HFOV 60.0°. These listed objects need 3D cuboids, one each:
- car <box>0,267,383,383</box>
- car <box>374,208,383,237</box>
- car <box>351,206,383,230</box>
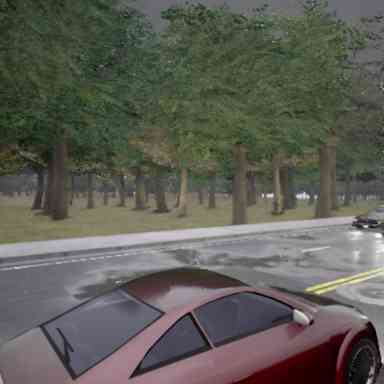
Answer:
[{"bbox_3d":[0.222,1.561,3.597,4.181,1.385,1.994,0,0,-36],"label":"car"},{"bbox_3d":[10.980,1.533,15.506,5.357,1.411,2.033,0,0,-36],"label":"car"},{"bbox_3d":[11.878,1.534,20.142,5.357,1.411,2.033,0,0,-35],"label":"car"}]
